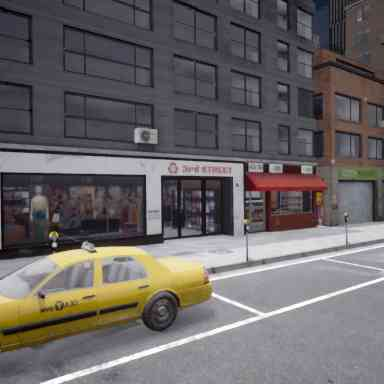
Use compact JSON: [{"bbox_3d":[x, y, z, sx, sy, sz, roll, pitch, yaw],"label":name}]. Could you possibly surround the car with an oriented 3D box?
[{"bbox_3d":[-1.912,1.525,5.295,4.829,1.417,1.752,0,-1,-35],"label":"car"}]
